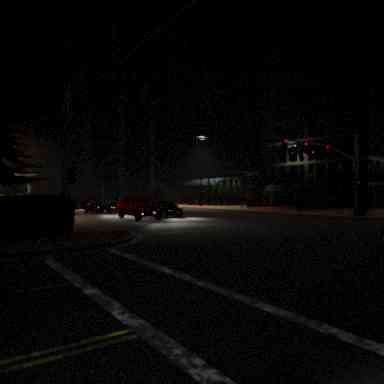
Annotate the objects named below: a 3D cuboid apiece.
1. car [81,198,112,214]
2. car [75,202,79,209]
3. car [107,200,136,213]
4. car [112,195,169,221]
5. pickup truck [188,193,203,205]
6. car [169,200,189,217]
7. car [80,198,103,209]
[{"bbox_3d":[-10.418,1.695,36.787,1.895,1.301,4.718,1,0,-36],"label":"car"},{"bbox_3d":[-17.352,1.571,46.361,1.882,1.535,5.008,1,0,-36],"label":"car"},{"bbox_3d":[-8.585,1.684,40.222,1.994,1.385,4.181,1,0,-36],"label":"car"},{"bbox_3d":[-4.624,1.316,28.817,2.150,2.045,5.566,1,0,-36],"label":"car"},{"bbox_3d":[0.601,1.327,61.979,2.390,2.098,6.274,0,0,-5],"label":"pickup truck"},{"bbox_3d":[-2.673,1.625,32.084,1.837,1.490,4.892,1,0,-36],"label":"car"},{"bbox_3d":[-14.791,1.623,48.792,1.837,1.490,4.892,1,0,-36],"label":"car"}]
